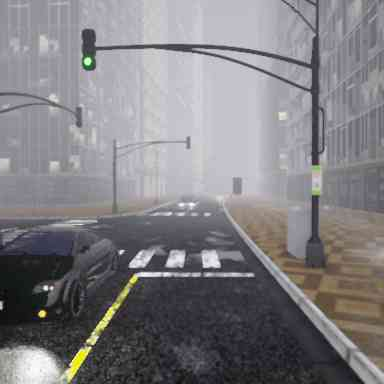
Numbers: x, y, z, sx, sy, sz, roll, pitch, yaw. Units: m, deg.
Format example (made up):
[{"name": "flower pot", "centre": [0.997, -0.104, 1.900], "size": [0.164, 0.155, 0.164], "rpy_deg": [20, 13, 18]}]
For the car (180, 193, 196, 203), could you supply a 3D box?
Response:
[{"name": "car", "centre": [-0.591, 0.856, 49.293], "size": [1.895, 1.301, 4.718], "rpy_deg": [0, 1, 7]}]

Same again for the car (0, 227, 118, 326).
[{"name": "car", "centre": [-2.908, 1.466, 6.924], "size": [1.994, 1.385, 4.181], "rpy_deg": [0, 1, 1]}]
